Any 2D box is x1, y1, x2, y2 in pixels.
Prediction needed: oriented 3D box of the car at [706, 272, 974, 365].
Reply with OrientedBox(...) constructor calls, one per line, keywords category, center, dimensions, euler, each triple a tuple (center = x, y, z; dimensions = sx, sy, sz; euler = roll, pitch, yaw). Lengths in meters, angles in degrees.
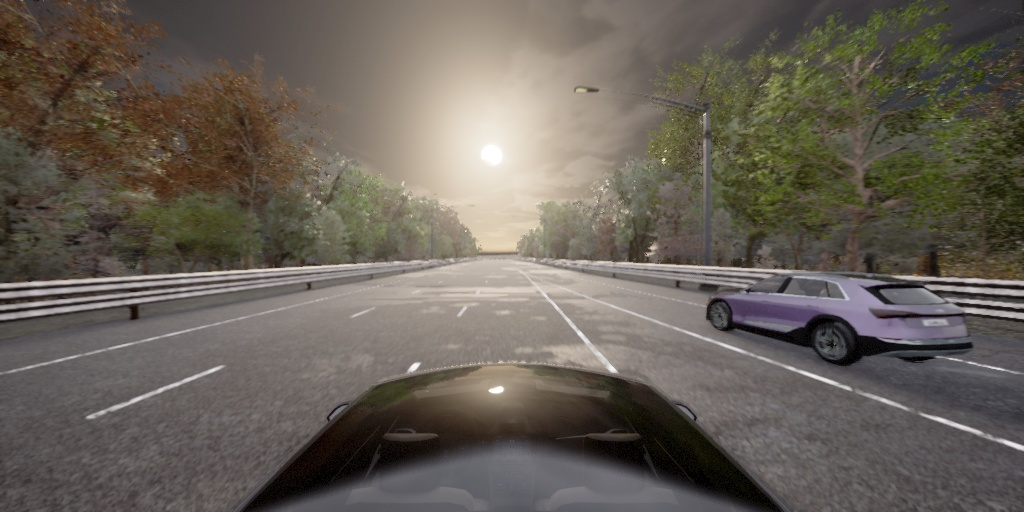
OrientedBox(category="car", center=(6.557, 1.152, 8.030), dimensions=(2.033, 1.649, 4.856), euler=(0, 0, -7))
